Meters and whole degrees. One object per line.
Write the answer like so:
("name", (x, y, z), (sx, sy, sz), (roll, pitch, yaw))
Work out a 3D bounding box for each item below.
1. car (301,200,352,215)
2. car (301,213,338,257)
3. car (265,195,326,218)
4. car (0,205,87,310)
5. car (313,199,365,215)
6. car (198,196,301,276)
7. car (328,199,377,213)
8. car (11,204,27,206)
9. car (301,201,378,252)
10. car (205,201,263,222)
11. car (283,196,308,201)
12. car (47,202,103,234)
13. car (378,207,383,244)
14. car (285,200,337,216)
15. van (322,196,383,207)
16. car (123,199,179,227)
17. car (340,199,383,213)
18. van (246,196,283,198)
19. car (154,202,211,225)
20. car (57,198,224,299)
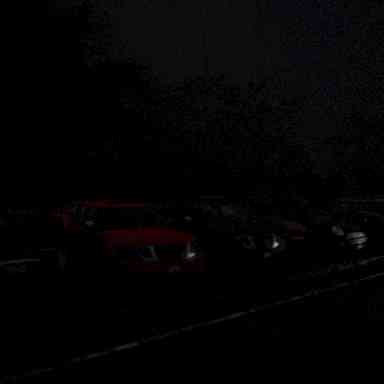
("car", (14.976, 1.707, 37.277), (2.163, 1.488, 4.792), (0, 0, -36))
("car", (2.587, 1.576, 12.372), (2.002, 1.452, 4.674), (0, 0, -36))
("car", (10.455, 1.404, 34.046), (2.435, 2.045, 5.566), (0, 0, -36))
("car", (-4.236, 1.355, 7.458), (2.185, 1.767, 4.553), (0, 0, -36))
("car", (17.106, 1.676, 39.064), (1.946, 1.575, 5.366), (0, 0, -36))
("car", (0.323, 1.266, 10.722), (2.435, 2.045, 5.566), (0, 0, -36))
("car", (19.476, 1.680, 40.525), (2.097, 1.535, 5.008), (0, 0, -36))
("car", (-9.888, 1.498, 19.542), (2.231, 1.521, 4.892), (0, 0, -36))
("car", (4.849, 1.429, 14.031), (2.185, 1.767, 4.553), (0, 0, -36))
("car", (3.555, 1.603, 29.376), (1.946, 1.575, 5.366), (0, 0, -36))
("car", (8.163, 1.391, 32.477), (2.435, 2.045, 5.566), (0, 0, -36))
("car", (-7.518, 1.512, 21.002), (1.946, 1.575, 5.366), (0, 0, -36))
("car", (7.150, 1.574, 15.630), (2.231, 1.521, 4.892), (0, 0, -36))
("car", (12.678, 1.697, 35.706), (2.163, 1.488, 4.792), (0, 0, -36))
("van", (9.360, 1.365, 17.362), (1.878, 1.987, 4.442), (0, 0, -36))
("car", (-3.129, 1.426, 24.406), (2.185, 1.767, 4.553), (0, 0, -36))
("car", (21.736, 1.680, 42.140), (2.231, 1.521, 4.892), (0, 0, -36))
("van", (5.854, 1.399, 30.934), (1.878, 1.987, 4.442), (0, 0, -36))
("car", (-0.836, 1.599, 25.972), (2.163, 1.488, 4.792), (0, 0, -36))
("car", (-1.957, 1.248, 9.092), (2.435, 2.045, 5.566), (0, 0, -36))
